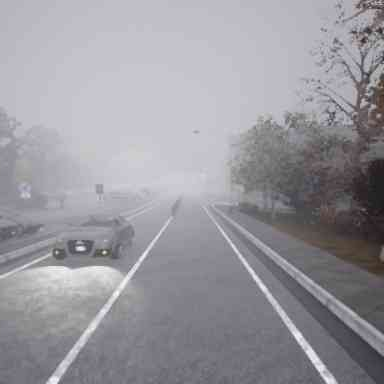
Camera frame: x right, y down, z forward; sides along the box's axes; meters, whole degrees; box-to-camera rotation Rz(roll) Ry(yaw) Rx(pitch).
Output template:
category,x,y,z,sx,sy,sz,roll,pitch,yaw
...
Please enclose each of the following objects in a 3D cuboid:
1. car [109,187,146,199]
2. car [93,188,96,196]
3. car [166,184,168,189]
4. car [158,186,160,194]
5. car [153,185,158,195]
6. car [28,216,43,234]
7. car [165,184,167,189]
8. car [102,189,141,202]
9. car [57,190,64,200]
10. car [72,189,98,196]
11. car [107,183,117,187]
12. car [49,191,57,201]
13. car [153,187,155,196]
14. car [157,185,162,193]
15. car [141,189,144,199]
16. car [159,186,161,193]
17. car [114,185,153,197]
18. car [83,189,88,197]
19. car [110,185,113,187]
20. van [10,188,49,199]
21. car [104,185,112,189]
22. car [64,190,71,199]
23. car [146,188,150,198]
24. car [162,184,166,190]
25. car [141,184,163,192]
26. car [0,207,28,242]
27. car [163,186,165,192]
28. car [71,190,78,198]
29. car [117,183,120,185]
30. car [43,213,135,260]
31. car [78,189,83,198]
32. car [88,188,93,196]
category,x,y,z,sx,sy,sz,roll,pitch,yaw
car,-10.126,0.423,52.278,4.553,1.767,2.185,0,1,0
car,-23.051,0.186,68.910,5.008,1.535,2.097,0,2,0
car,-9.787,-0.779,91.274,4.792,1.488,2.163,0,3,0
car,-9.926,0.122,71.786,4.792,1.488,2.163,0,2,0
car,-9.944,0.062,68.994,4.553,1.767,2.185,0,2,0
car,-10.030,1.494,16.902,4.792,1.488,2.163,0,0,0
car,-9.831,-0.655,88.489,5.008,1.535,2.097,0,3,0
car,-10.105,0.634,46.710,4.792,1.488,2.163,0,1,0
car,-23.179,0.585,52.179,4.674,1.452,2.002,0,1,0
car,-23.030,0.089,71.827,4.892,1.521,2.231,0,2,0
car,-22.965,-0.758,85.615,5.566,2.045,2.435,0,3,0
car,-23.198,0.613,49.394,4.674,1.452,2.002,0,1,0
car,-9.986,0.381,63.420,4.792,1.488,2.163,0,2,0
car,-9.947,-0.247,77.351,4.553,1.767,2.185,0,2,0
car,-10.144,0.607,49.494,4.792,1.488,2.163,0,1,0
car,-9.965,0.019,74.572,4.792,1.488,2.163,0,2,0
car,-10.084,0.218,57.848,5.566,2.045,2.435,0,1,0
car,-23.067,0.378,63.332,4.792,1.488,2.163,0,1,0
car,-22.962,-0.370,82.841,5.008,1.535,2.097,0,3,0
van,-23.088,0.375,46.717,4.442,1.987,1.878,1,1,0
car,-22.791,-0.245,80.053,5.366,1.575,1.946,0,2,0
car,-23.184,0.538,55.091,4.792,1.488,2.163,0,1,0
car,-10.070,0.514,55.058,5.008,1.535,2.097,0,1,0
car,-9.850,-0.509,85.704,5.008,1.535,2.097,0,3,0
car,-9.927,-0.368,80.128,4.553,1.767,2.185,0,3,0
car,-10.082,1.471,14.126,5.008,1.535,2.097,0,0,0
car,-9.879,-0.332,82.920,4.674,1.452,2.002,0,3,0
car,-23.321,0.460,57.883,5.366,1.575,1.946,0,1,0
car,-22.928,-0.931,91.194,4.553,1.767,2.185,0,3,0
car,-3.285,1.472,11.841,1.994,1.385,4.181,0,0,1
car,-23.301,0.406,60.678,5.366,1.575,1.946,0,1,0
car,-23.071,0.271,66.122,5.008,1.535,2.097,0,2,0
